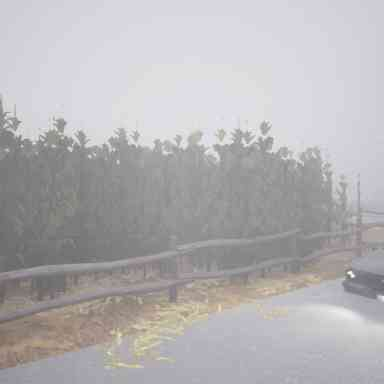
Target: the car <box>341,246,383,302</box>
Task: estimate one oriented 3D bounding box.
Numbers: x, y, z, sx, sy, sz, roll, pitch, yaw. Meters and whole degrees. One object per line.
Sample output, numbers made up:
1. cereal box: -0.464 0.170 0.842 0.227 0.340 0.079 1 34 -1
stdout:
1. car: 5.642 1.546 7.577 5.357 1.411 2.033 0 0 -36
